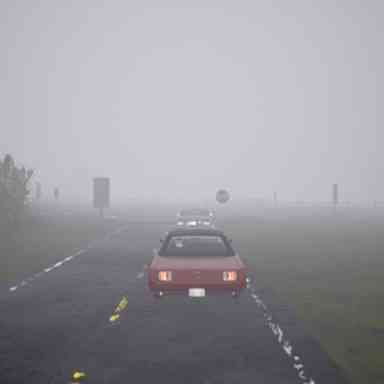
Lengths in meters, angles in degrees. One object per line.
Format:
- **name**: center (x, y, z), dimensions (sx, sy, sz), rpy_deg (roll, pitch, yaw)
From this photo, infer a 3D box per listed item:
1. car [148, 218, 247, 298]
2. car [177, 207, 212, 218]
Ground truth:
- **car**: center (0.097, 1.587, 8.433), dimensions (1.895, 1.301, 4.718), rpy_deg (0, 0, 0)
- **car**: center (0.128, 1.518, 18.208), dimensions (2.033, 1.411, 5.357), rpy_deg (0, 0, 2)
